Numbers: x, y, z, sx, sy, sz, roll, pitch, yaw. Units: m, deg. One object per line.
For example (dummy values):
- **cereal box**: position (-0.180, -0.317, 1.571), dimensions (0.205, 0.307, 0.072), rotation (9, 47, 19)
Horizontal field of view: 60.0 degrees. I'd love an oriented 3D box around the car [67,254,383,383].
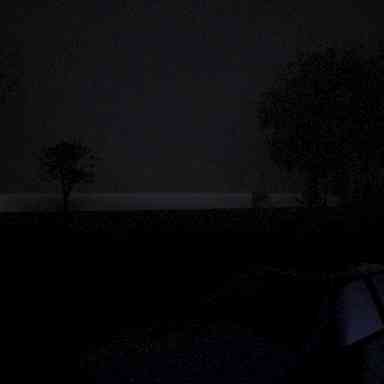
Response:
- **car**: position (1.410, 1.546, 3.962), dimensions (5.357, 1.411, 2.033), rotation (0, 0, -36)
